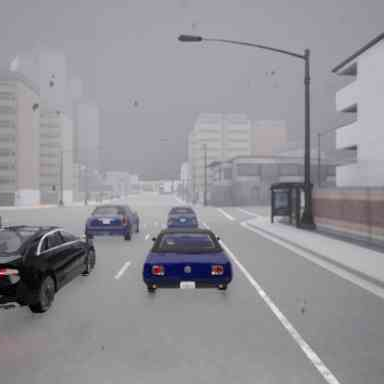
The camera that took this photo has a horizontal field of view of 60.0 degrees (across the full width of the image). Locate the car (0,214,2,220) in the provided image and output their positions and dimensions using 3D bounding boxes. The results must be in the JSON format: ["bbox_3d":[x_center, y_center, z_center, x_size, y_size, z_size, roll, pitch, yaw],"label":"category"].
[{"bbox_3d":[-11.041,1.523,15.785,1.882,1.535,5.008,0,0,-2],"label":"car"}]

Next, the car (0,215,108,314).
[{"bbox_3d":[-3.634,1.513,7.589,2.128,1.511,4.902,0,0,-1],"label":"car"}]

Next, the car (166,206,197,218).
[{"bbox_3d":[-0.625,1.604,20.640,2.033,1.411,5.357,0,0,-3],"label":"car"}]

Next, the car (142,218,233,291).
[{"bbox_3d":[-0.156,1.626,9.017,1.895,1.301,4.718,0,0,-2],"label":"car"}]

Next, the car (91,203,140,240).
[{"bbox_3d":[-3.978,1.400,17.248,2.097,1.767,4.553,0,0,-2],"label":"car"}]
